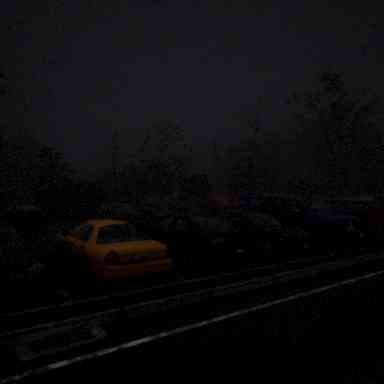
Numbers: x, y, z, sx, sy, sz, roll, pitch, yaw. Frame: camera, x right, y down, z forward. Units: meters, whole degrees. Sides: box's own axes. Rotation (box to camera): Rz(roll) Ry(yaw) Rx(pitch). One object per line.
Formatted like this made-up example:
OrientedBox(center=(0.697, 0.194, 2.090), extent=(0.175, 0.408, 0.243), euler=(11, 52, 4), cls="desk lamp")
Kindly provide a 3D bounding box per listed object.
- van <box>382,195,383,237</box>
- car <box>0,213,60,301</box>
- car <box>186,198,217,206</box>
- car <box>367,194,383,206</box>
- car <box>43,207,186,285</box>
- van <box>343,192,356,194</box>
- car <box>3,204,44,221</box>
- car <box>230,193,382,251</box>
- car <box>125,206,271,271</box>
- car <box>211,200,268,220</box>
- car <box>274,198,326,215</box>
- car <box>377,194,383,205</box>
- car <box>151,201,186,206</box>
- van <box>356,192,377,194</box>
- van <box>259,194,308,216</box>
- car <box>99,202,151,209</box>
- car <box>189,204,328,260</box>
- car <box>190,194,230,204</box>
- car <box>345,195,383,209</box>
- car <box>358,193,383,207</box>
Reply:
OrientedBox(center=(6.728, 1.241, 15.941), extent=(1.878, 1.987, 4.442), euler=(0, 0, -35), cls="van")
OrientedBox(center=(-4.748, 1.456, 7.698), extent=(2.002, 1.452, 4.674), euler=(0, 0, -35), cls="car")
OrientedBox(center=(-0.581, 1.494, 25.996), extent=(2.163, 1.488, 4.792), euler=(0, 0, -35), cls="car")
OrientedBox(center=(27.103, 1.118, 45.566), extent=(2.097, 1.535, 5.008), euler=(-1, 1, -35), cls="car")
OrientedBox(center=(-2.545, 1.423, 9.477), extent=(1.946, 1.575, 5.366), euler=(0, 0, -35), cls="car")
OrientedBox(center=(15.598, 1.089, 37.594), extent=(1.878, 1.987, 4.442), euler=(-1, 1, -35), cls="van")
OrientedBox(center=(-9.823, 1.424, 19.503), extent=(2.097, 1.535, 5.008), euler=(0, 0, -35), cls="car")
OrientedBox(center=(4.504, 1.205, 14.193), extent=(2.435, 2.045, 5.566), euler=(0, 0, -35), cls="car")
OrientedBox(center=(-0.126, 1.436, 10.952), extent=(2.097, 1.535, 5.008), euler=(0, 0, -35), cls="car")
OrientedBox(center=(4.028, 1.482, 29.279), extent=(2.097, 1.535, 5.008), euler=(0, 0, -35), cls="car")
OrientedBox(center=(11.039, 1.424, 34.272), extent=(2.163, 1.488, 4.792), euler=(-1, 1, -35), cls="car")
OrientedBox(center=(29.403, 1.079, 47.202), extent=(2.097, 1.535, 5.008), euler=(-1, 1, -35), cls="car")
OrientedBox(center=(-2.888, 1.484, 24.368), extent=(2.163, 1.488, 4.792), euler=(0, 0, -35), cls="car")
OrientedBox(center=(20.215, 1.009, 40.850), extent=(1.878, 1.987, 4.442), euler=(-1, 1, -35), cls="van")
OrientedBox(center=(8.814, 1.208, 32.517), extent=(1.878, 1.987, 4.442), euler=(-1, 1, -35), cls="van")
OrientedBox(center=(-5.114, 1.446, 22.841), extent=(2.231, 1.521, 4.892), euler=(0, 0, -35), cls="car")
OrientedBox(center=(2.175, 1.446, 12.590), extent=(2.097, 1.535, 5.008), euler=(0, 0, -35), cls="car")
OrientedBox(center=(1.725, 1.224, 27.627), extent=(2.435, 2.045, 5.566), euler=(0, 0, -35), cls="car")
OrientedBox(center=(22.485, 1.197, 42.317), extent=(2.097, 1.535, 5.008), euler=(-1, 1, -35), cls="car")
OrientedBox(center=(24.775, 1.032, 43.966), extent=(2.185, 1.767, 4.553), euler=(-1, 1, -35), cls="car")
